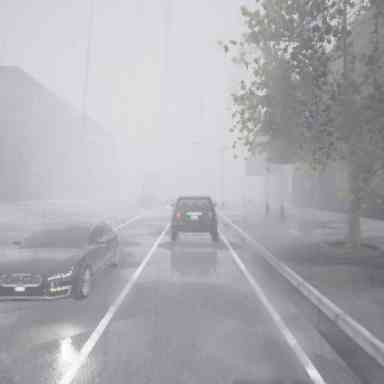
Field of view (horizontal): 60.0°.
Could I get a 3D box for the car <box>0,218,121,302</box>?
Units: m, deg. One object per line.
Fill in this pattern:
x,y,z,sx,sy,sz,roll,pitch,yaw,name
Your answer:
-3.098,1.487,8.417,1.837,1.490,4.892,0,0,0,car

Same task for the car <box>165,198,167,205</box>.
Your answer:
-3.057,1.339,52.039,1.994,1.385,4.181,0,0,0,car

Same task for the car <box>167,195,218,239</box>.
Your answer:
0.103,1.160,16.942,2.150,2.045,5.566,0,0,0,car

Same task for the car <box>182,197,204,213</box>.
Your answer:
0.105,1.322,35.163,2.128,1.511,4.902,0,0,0,car
